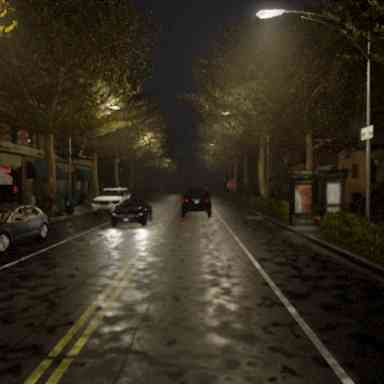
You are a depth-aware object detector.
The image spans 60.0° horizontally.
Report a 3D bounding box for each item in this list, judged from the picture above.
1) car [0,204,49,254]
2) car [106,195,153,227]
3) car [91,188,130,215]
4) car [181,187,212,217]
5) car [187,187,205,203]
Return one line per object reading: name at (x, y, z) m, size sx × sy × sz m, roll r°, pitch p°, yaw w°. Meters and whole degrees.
car at (-7.021, 1.233, 12.351) m, size 2.231 × 1.521 × 4.892 m, roll 0°, pitch 1°, yaw 0°
car at (-3.402, 1.133, 19.639) m, size 1.812 × 1.442 × 4.674 m, roll 0°, pitch 1°, yaw 1°
car at (-6.295, 0.696, 26.703) m, size 2.435 × 2.045 × 5.566 m, roll 0°, pitch 1°, yaw 0°
car at (0.345, 0.717, 25.448) m, size 2.150 × 2.045 × 5.566 m, roll 0°, pitch 1°, yaw 1°
car at (0.519, 0.349, 43.679) m, size 2.150 × 2.045 × 5.566 m, roll 0°, pitch 0°, yaw 0°
